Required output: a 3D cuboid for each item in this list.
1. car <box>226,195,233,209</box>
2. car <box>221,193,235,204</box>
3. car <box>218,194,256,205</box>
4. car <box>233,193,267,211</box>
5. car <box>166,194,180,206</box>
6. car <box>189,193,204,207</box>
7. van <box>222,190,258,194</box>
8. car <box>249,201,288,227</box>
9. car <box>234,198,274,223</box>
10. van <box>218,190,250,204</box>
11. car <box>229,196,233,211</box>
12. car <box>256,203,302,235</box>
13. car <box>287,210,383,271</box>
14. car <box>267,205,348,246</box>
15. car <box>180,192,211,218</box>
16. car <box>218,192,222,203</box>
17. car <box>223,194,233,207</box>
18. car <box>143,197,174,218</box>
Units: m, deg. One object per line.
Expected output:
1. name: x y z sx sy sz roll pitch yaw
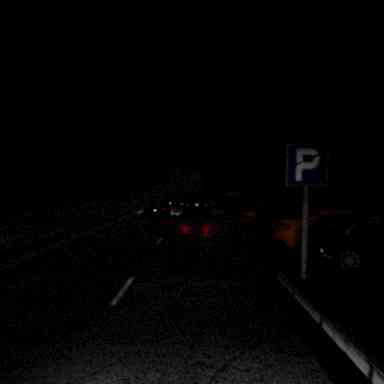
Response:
1. car: 5.950 1.289 31.851 4.674 1.452 2.002 0 1 1
2. car: 6.051 1.193 37.360 4.792 1.488 2.163 0 1 1
3. car: 6.127 1.012 45.623 4.892 1.521 2.231 0 1 1
4. car: 5.843 1.196 26.335 4.553 1.767 2.185 0 1 1
5. car: -2.607 1.061 43.374 1.837 1.490 4.892 0 1 1
6. car: 0.655 1.022 44.298 1.882 1.535 5.008 0 1 1
7. van: 6.176 0.892 40.107 4.442 1.987 1.878 0 1 1
8. car: 5.792 1.430 18.074 4.792 1.488 2.163 0 1 1
9. car: 5.614 1.372 20.836 5.366 1.575 1.946 0 1 1
10. van: 6.054 0.725 48.377 4.442 1.987 1.878 0 1 1
11. car: 5.908 1.326 29.098 4.674 1.452 2.002 0 1 1
12. car: 5.732 1.418 15.324 4.892 1.521 2.231 0 0 1
13. car: 5.645 1.450 9.816 4.892 1.521 2.231 0 0 1
14. car: 5.683 1.435 12.571 5.008 1.535 2.097 0 0 1
15. car: 0.406 1.031 27.897 2.150 2.045 5.566 0 1 1
16. car: 6.066 0.939 42.994 4.553 1.767 2.185 0 1 1
17. car: 5.955 1.239 34.609 4.792 1.488 2.163 0 1 1
18. car: -2.845 1.365 27.791 1.994 1.385 4.181 0 1 1
